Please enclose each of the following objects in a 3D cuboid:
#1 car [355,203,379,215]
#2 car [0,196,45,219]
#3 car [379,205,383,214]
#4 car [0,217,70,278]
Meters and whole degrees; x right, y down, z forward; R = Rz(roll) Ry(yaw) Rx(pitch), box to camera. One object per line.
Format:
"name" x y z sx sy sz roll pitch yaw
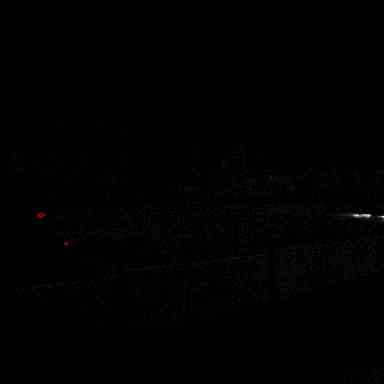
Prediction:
"car" 21.998 2.073 41.155 4.181 1.385 1.994 1 -1 -35
"car" -9.381 1.223 14.496 5.566 2.045 2.150 0 0 -35
"car" 24.321 2.064 38.517 5.357 1.411 2.033 1 -1 -35
"car" -5.441 1.566 8.708 4.181 1.385 1.994 0 0 -35
